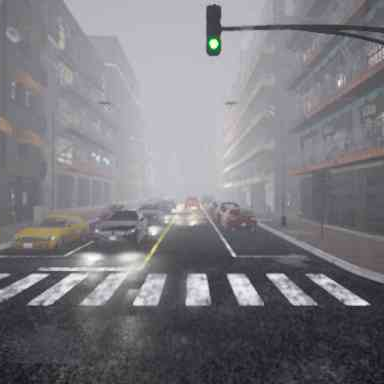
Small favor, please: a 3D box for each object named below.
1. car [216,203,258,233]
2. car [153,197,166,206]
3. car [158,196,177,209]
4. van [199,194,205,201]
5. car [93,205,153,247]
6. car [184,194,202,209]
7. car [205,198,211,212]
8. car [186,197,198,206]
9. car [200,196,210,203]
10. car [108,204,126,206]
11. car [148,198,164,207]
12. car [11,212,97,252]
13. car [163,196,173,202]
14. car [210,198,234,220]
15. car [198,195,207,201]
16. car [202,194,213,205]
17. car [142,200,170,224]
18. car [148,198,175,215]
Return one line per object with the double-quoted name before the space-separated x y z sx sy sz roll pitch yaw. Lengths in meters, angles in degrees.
"car" 2.695 1.563 19.619 1.887 1.381 4.507 1 0 0
"car" -5.693 1.603 58.296 1.887 1.381 4.507 1 0 0
"car" -3.063 1.607 44.570 1.994 1.385 4.181 0 0 0
"van" 2.685 1.441 91.425 1.690 1.788 3.998 1 0 0
"car" -3.095 1.540 15.280 1.812 1.442 4.674 0 0 0
"car" -0.007 1.396 45.850 2.097 1.767 4.553 0 0 0
"car" 2.691 1.616 36.190 1.802 1.307 4.206 1 0 0
"car" -0.009 1.603 55.886 2.033 1.411 5.357 0 0 0
"car" 2.686 1.637 69.330 1.947 1.339 4.313 1 0 0
"car" -5.687 1.568 25.155 1.887 1.381 4.507 1 0 0
"car" -5.692 1.603 52.773 2.008 1.369 4.403 1 0 0
"car" -5.685 1.538 13.939 1.752 1.417 4.829 1 0 0
"car" -5.696 1.636 80.389 2.008 1.369 4.403 1 0 0
"car" 2.695 1.463 25.143 1.967 1.590 4.097 1 0 0
"car" 2.685 1.533 85.901 1.967 1.590 4.097 1 0 0
"car" 2.691 1.373 58.285 2.192 1.841 5.009 1 0 0
"car" -3.096 1.571 25.004 2.033 1.411 5.357 0 0 0
"car" -3.098 1.597 34.711 1.994 1.385 4.181 0 0 0
